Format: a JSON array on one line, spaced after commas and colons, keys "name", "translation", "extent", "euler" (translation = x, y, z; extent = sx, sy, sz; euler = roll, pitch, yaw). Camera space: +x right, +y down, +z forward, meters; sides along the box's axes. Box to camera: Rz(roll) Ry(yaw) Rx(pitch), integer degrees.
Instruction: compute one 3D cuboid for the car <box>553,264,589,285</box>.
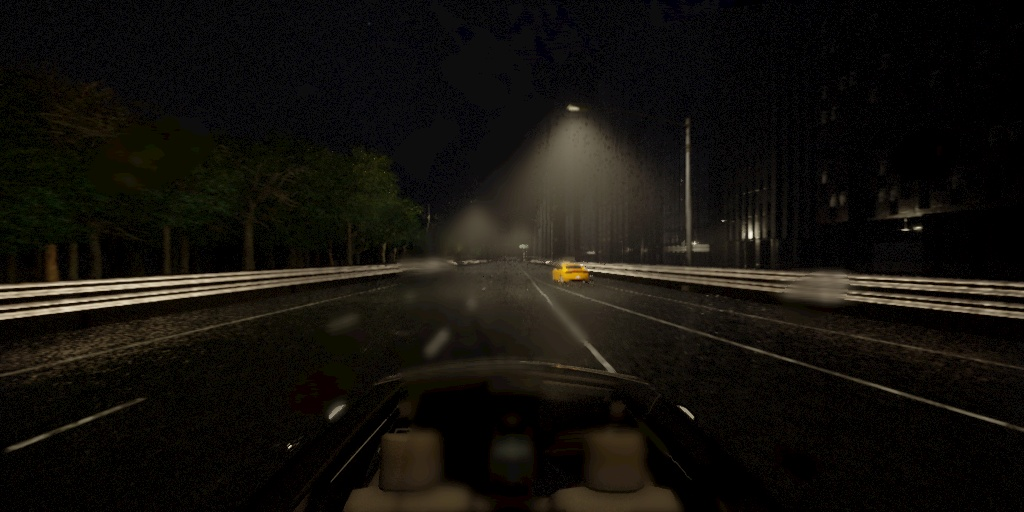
[{"name": "car", "translation": [4.520, 1.360, 28.025], "extent": [1.882, 1.535, 5.008], "euler": [0, 0, -5]}]
